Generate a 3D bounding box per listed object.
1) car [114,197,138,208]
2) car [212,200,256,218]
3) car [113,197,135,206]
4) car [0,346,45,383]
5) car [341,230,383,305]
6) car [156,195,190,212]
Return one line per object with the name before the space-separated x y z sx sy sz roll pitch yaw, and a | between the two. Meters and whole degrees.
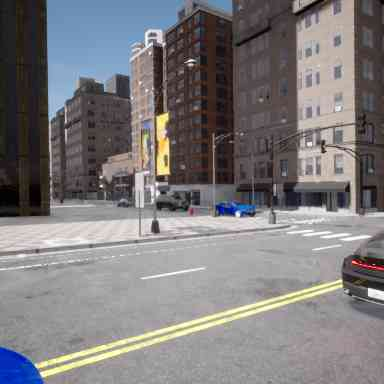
car | -10.066 1.710 52.010 1.812 1.442 4.674 -1 0 -35
car | 3.994 1.577 31.989 1.882 1.535 5.008 -1 0 -34
car | -12.547 1.711 61.058 2.033 1.411 5.357 -1 0 -35
car | -3.183 1.478 1.171 5.008 1.535 1.882 0 0 -35
car | 5.135 1.504 7.103 4.892 1.490 1.837 0 0 -36
car | -2.519 1.356 41.239 2.150 2.045 5.566 -1 1 -35
